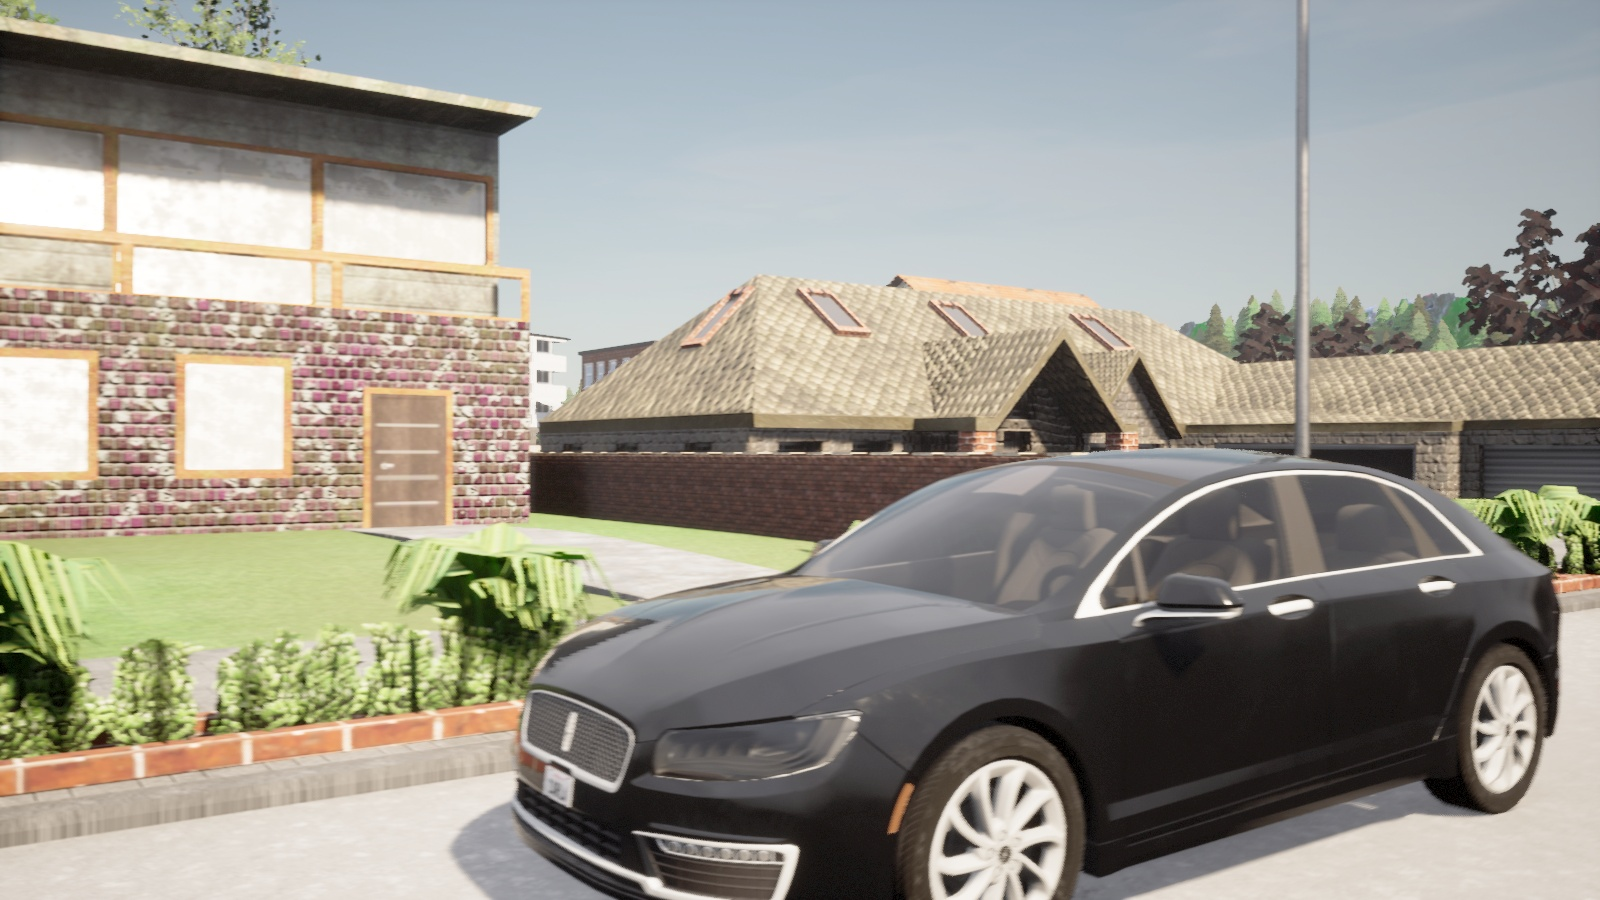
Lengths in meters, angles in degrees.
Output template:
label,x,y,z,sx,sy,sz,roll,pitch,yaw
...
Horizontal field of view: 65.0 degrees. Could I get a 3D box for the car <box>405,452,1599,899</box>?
label,x,y,z,sx,sy,sz,roll,pitch,yaw
car,1.143,0.760,5.063,4.892,1.490,1.837,0,0,-35
